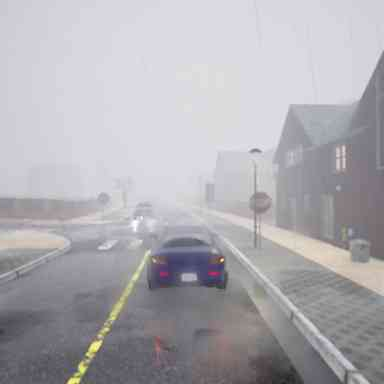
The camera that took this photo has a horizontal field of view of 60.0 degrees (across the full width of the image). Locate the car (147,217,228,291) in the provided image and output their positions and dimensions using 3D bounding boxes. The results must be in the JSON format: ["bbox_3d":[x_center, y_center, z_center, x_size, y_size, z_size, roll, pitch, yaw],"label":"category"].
[{"bbox_3d":[-0.182,1.583,9.082,1.812,1.442,4.674,0,0,-3],"label":"car"}]

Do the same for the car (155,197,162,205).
[{"bbox_3d":[-7.754,1.793,71.802,2.097,1.767,4.553,0,0,-13],"label":"car"}]

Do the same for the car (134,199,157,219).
[{"bbox_3d":[-4.495,1.721,31.565,1.812,1.442,4.674,0,0,-6],"label":"car"}]

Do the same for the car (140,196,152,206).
[{"bbox_3d":[-8.745,1.727,62.429,2.097,1.767,4.553,0,0,-10],"label":"car"}]

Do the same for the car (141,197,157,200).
[{"bbox_3d":[-5.821,1.792,43.426,1.812,1.442,4.674,0,0,-7],"label":"car"}]
